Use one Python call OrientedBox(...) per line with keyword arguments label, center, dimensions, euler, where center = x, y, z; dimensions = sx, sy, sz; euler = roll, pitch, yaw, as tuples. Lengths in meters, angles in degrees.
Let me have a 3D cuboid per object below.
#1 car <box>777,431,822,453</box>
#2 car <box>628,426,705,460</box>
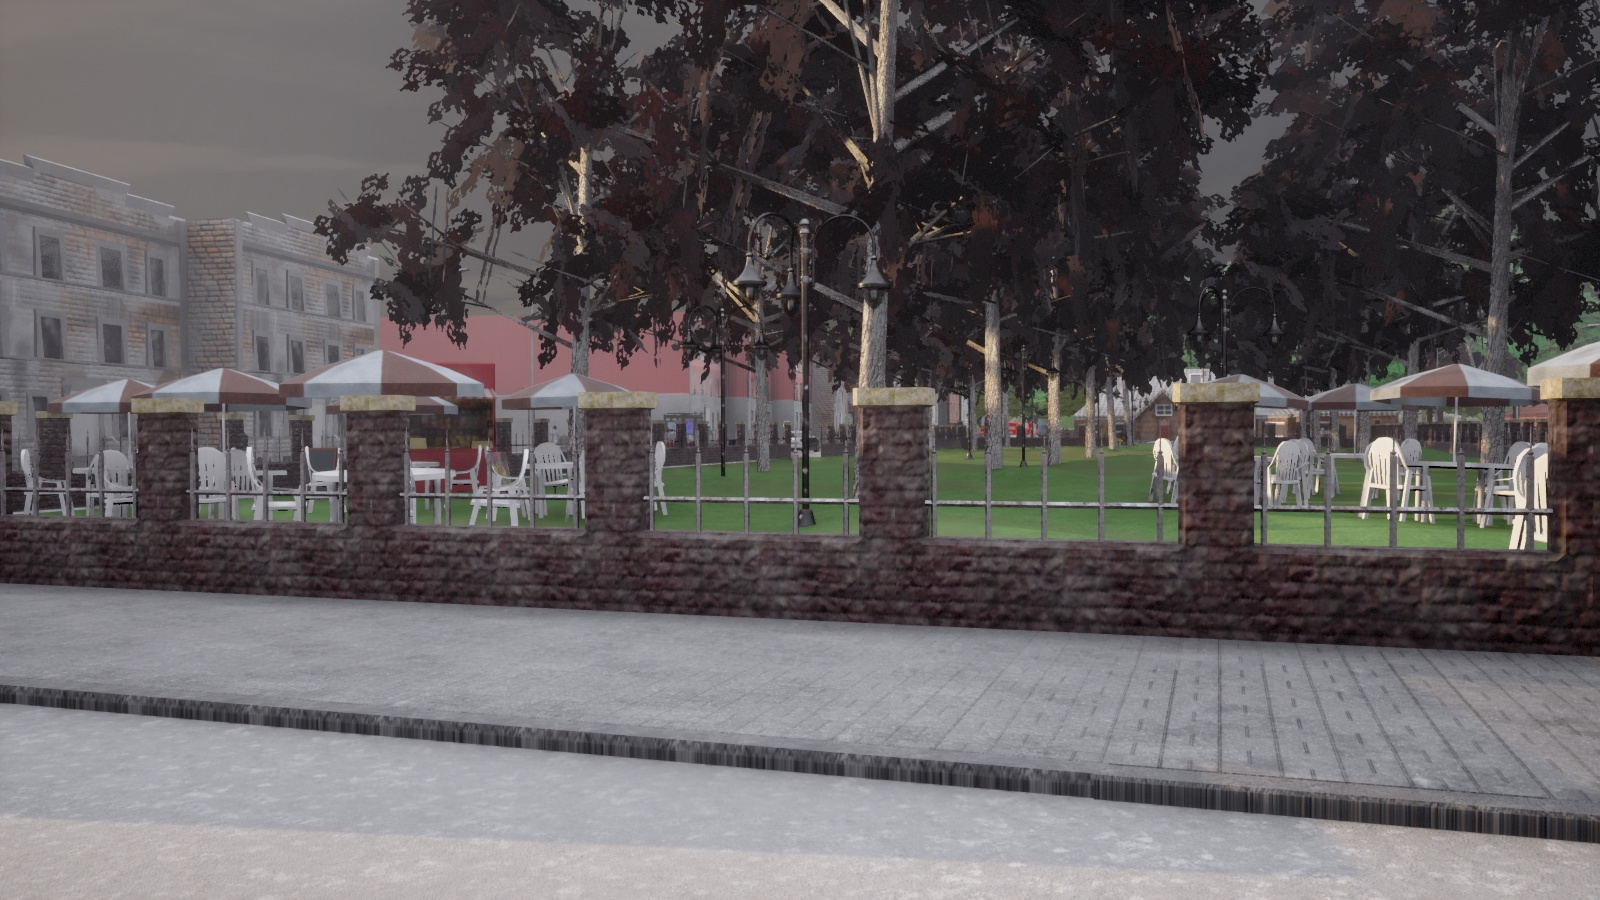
OrientedBox(label="car", center=(-0.002, -0.583, 85.850), dimensions=(1.970, 1.475, 3.806), euler=(1, 1, 19))
OrientedBox(label="car", center=(-6.882, -0.399, 65.231), dimensions=(2.242, 1.667, 4.611), euler=(1, 1, 18))
